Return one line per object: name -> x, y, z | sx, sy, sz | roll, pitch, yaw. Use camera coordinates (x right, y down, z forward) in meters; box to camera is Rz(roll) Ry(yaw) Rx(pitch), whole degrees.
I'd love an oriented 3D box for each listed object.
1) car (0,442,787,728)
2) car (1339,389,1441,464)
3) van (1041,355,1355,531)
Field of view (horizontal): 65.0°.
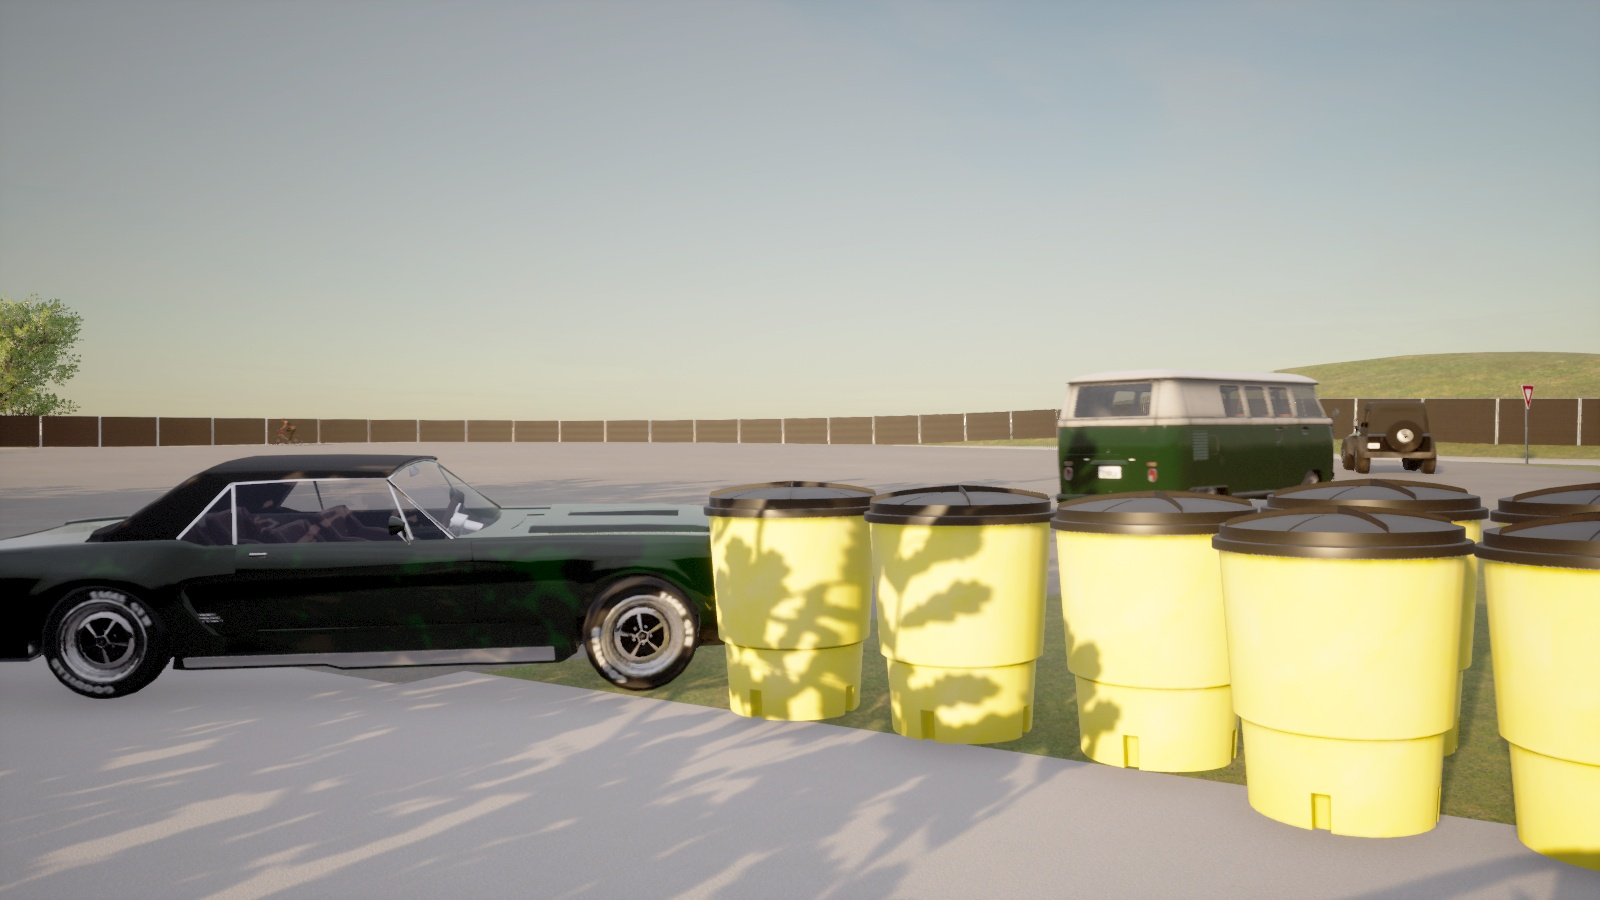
car -> -2.526, 0.725, 7.815 | 4.718, 1.301, 1.895 | -2, 4, -5
car -> 15.843, -0.643, 33.907 | 1.905, 1.878, 3.866 | -1, 1, 16
van -> 5.274, -0.129, 16.323 | 4.442, 1.987, 1.775 | -2, 1, -41
